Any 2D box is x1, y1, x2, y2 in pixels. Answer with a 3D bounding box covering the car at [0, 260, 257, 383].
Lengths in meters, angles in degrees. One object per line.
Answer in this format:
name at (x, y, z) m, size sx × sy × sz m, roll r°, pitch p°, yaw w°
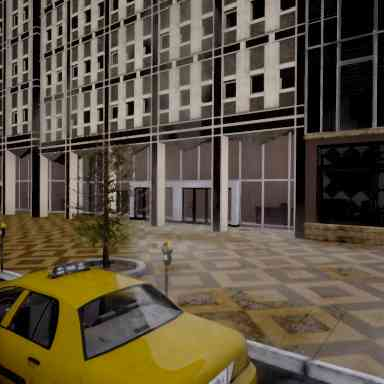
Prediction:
car at (-1.654, 1.524, 4.076) m, size 4.829 × 1.417 × 1.752 m, roll 0°, pitch 1°, yaw 36°
